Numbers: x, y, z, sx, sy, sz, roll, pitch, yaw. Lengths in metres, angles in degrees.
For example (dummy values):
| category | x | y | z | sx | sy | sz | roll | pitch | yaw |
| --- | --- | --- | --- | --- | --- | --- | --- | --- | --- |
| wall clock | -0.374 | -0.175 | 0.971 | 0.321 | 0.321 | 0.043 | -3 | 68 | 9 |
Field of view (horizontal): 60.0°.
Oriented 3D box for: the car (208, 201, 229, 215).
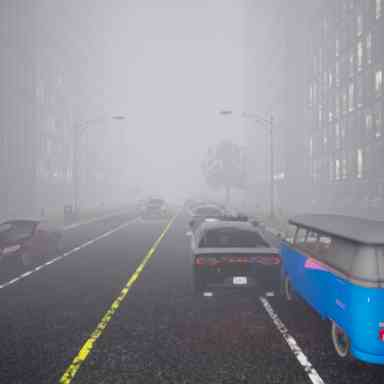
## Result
| category | x | y | z | sx | sy | sz | roll | pitch | yaw |
| --- | --- | --- | --- | --- | --- | --- | --- | --- | --- |
| car | 2.609 | 1.581 | 34.054 | 1.802 | 1.307 | 4.206 | 0 | 0 | 0 |

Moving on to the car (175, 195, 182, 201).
| category | x | y | z | sx | sy | sz | roll | pitch | yaw |
| --- | --- | --- | --- | --- | --- | --- | --- | --- | --- |
| car | -3.203 | 1.459 | 83.980 | 1.812 | 1.442 | 4.674 | 0 | 0 | 0 |

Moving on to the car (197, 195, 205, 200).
| category | x | y | z | sx | sy | sz | roll | pitch | yaw |
| --- | --- | --- | --- | --- | --- | --- | --- | --- | --- |
| car | 2.472 | 1.463 | 90.978 | 1.887 | 1.381 | 4.507 | 0 | 0 | 0 |

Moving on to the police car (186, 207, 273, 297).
| category | x | y | z | sx | sy | sz | roll | pitch | yaw |
| --- | --- | --- | --- | --- | --- | --- | --- | --- | --- |
| police car | 0.879 | 1.425 | 8.716 | 1.930 | 1.638 | 5.238 | 0 | 0 | 0 |

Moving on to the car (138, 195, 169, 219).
| category | x | y | z | sx | sy | sz | roll | pitch | yaw |
| --- | --- | --- | --- | --- | --- | --- | --- | --- | --- |
| car | -3.171 | 1.351 | 29.327 | 2.097 | 1.767 | 4.553 | 0 | 0 | 0 |

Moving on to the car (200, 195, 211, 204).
| category | x | y | z | sx | sy | sz | roll | pitch | yaw |
| --- | --- | --- | --- | --- | --- | --- | --- | --- | --- |
| car | 2.541 | 1.410 | 62.516 | 1.967 | 1.590 | 4.097 | 0 | 0 | 0 |

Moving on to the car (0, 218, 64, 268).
| category | x | y | z | sx | sy | sz | roll | pitch | yaw |
| --- | --- | --- | --- | --- | --- | --- | --- | --- | --- |
| car | -5.717 | 1.582 | 11.266 | 1.802 | 1.307 | 4.206 | 0 | 0 | 0 |

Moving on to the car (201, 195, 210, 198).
| category | x | y | z | sx | sy | sz | roll | pitch | yaw |
| --- | --- | --- | --- | --- | --- | --- | --- | --- | --- |
| car | 2.582 | 1.544 | 45.439 | 2.008 | 1.369 | 4.403 | 0 | 0 | 0 |

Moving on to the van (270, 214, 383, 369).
| category | x | y | z | sx | sy | sz | roll | pitch | yaw |
| --- | --- | --- | --- | --- | --- | --- | --- | --- | --- |
| van | 2.677 | 1.341 | 5.592 | 1.690 | 1.788 | 3.998 | 0 | 0 | 0 |

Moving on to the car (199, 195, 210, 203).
| category | x | y | z | sx | sy | sz | roll | pitch | yaw |
| --- | --- | --- | --- | --- | --- | --- | --- | --- | --- |
| car | 2.527 | 1.401 | 68.208 | 1.967 | 1.590 | 4.097 | 0 | 0 | 0 |

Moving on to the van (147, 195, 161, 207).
| category | x | y | z | sx | sy | sz | roll | pitch | yaw |
| --- | --- | --- | --- | --- | --- | --- | --- | --- | --- |
| van | -5.813 | 1.328 | 51.115 | 1.690 | 1.788 | 3.998 | 0 | 0 | 0 |

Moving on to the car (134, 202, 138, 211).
| category | x | y | z | sx | sy | sz | roll | pitch | yaw |
| --- | --- | --- | --- | --- | --- | --- | --- | --- | --- |
| car | -5.786 | 1.548 | 39.729 | 2.008 | 1.369 | 4.403 | 0 | 0 | 0 |

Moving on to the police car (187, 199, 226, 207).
| category | x | y | z | sx | sy | sz | roll | pitch | yaw |
| --- | --- | --- | --- | --- | --- | --- | --- | --- | --- |
| police car | 0.855 | 1.425 | 18.716 | 1.930 | 1.638 | 5.238 | 0 | 0 | 0 |

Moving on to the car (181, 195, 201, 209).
| category | x | y | z | sx | sy | sz | roll | pitch | yaw |
| --- | --- | --- | --- | --- | --- | --- | --- | --- | --- |
| car | -0.102 | 1.471 | 45.189 | 1.882 | 1.535 | 5.008 | 0 | 0 | 1 |
